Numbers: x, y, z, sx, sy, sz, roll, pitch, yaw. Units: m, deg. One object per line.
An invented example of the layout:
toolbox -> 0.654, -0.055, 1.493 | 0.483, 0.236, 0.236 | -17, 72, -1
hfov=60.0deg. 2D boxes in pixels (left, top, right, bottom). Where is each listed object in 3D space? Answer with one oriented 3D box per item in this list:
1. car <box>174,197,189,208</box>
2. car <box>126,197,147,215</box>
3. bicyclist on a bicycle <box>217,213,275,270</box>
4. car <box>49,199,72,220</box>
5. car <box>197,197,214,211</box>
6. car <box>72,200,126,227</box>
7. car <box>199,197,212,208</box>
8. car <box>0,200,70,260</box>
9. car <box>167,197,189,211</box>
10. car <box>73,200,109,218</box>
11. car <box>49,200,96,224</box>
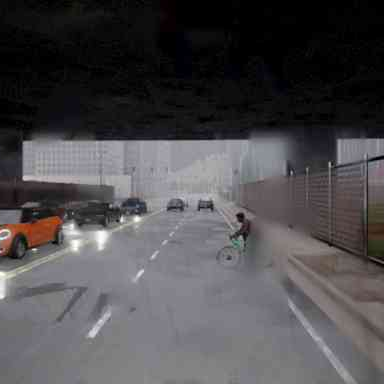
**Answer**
car -> -1.522, 1.497, 49.855 | 1.812, 1.442, 4.674 | 0, 0, 3
car -> -5.802, 1.333, 32.892 | 2.097, 1.767, 4.553 | 0, 0, 3
bicyclist on a bicycle -> 1.534, 1.422, 9.446 | 1.656, 1.620, 0.582 | 0, 0, 2
car -> -9.796, 1.339, 21.293 | 2.097, 1.767, 4.553 | 0, 0, 2
car -> 1.643, 1.468, 40.166 | 2.128, 1.511, 4.902 | 0, 0, 2
car -> -6.235, 1.464, 22.737 | 1.882, 1.535, 5.008 | 0, 0, 2
car -> 1.982, 1.497, 49.423 | 1.812, 1.442, 4.674 | 0, 0, 3
car -> -6.647, 1.344, 12.447 | 2.097, 1.767, 4.553 | 0, 0, 3
car -> -1.891, 1.524, 39.897 | 2.033, 1.411, 5.357 | 0, 0, 3
car -> -9.380, 1.532, 31.287 | 1.812, 1.442, 4.674 | 0, 1, 3
car -> -9.486, 1.510, 26.822 | 1.895, 1.301, 4.718 | 0, 4, 2
